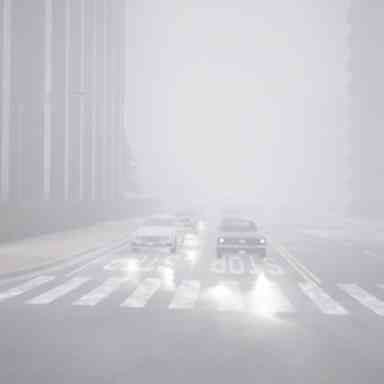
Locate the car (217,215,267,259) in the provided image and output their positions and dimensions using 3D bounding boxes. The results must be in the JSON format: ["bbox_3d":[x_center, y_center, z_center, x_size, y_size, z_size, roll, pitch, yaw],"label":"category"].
[{"bbox_3d":[1.997,1.864,14.060,1.895,1.301,4.718,0,-1,5],"label":"car"}]

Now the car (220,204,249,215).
[{"bbox_3d":[3.304,2.009,27.276,2.033,1.411,5.357,0,-1,6],"label":"car"}]

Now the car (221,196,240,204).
[{"bbox_3d":[4.894,1.529,42.469,2.150,2.045,5.566,0,-1,6],"label":"car"}]

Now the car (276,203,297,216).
[{"bbox_3d":[11.883,2.187,42.025,1.882,1.535,5.008,0,-1,6],"label":"car"}]

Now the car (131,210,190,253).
[{"bbox_3d":[-1.389,1.795,15.328,1.812,1.442,4.674,0,-1,6],"label":"car"}]

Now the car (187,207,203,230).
[{"bbox_3d":[-0.502,2.006,24.388,1.895,1.301,4.718,0,-1,6],"label":"car"}]

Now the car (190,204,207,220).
[{"bbox_3d":[0.550,2.052,34.802,2.128,1.511,4.902,0,-1,6],"label":"car"}]

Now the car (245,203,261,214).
[{"bbox_3d":[8.394,2.247,47.085,1.882,1.535,5.008,0,-1,-2],"label":"car"}]
